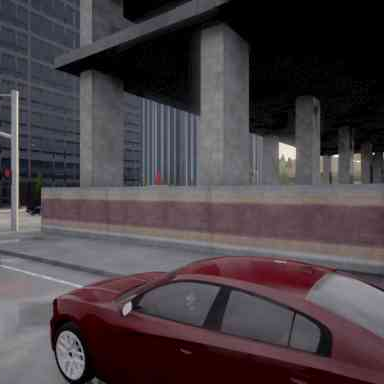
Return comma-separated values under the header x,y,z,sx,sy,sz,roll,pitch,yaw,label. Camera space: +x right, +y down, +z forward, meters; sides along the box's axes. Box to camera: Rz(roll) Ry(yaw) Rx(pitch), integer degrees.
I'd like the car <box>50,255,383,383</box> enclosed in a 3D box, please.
x,y,z,sx,sy,sz,roll,pitch,yaw,label
0.425,1.478,3.686,5.008,1.535,1.882,0,0,35,car

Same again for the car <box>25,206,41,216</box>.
x,y,z,sx,sy,sz,roll,pitch,yaw,label
-14.129,1.655,33.535,1.895,1.301,4.718,0,0,36,car

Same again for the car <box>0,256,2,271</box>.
x,y,z,sx,sy,sz,roll,pitch,yaw,label
-6.923,1.564,8.871,4.181,1.385,1.994,0,0,36,car
